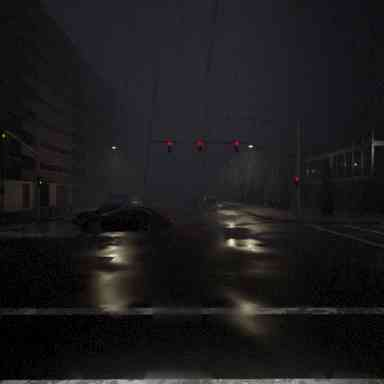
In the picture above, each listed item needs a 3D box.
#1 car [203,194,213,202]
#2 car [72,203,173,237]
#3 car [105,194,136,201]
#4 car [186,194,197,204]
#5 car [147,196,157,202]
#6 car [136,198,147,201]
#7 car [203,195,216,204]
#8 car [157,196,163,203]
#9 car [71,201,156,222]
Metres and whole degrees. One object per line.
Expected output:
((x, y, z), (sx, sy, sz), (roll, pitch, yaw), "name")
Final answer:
((3.485, 1.355, 74.641), (2.097, 1.767, 4.553), (0, 0, 1), "car")
((-3.457, 1.517, 17.767), (4.902, 1.511, 2.128), (0, 0, 0), "car")
((-7.455, 1.221, 33.762), (2.150, 2.045, 5.566), (0, 0, 0), "car")
((-0.043, 1.563, 62.590), (1.994, 1.385, 4.181), (0, 0, 0), "car")
((-7.331, 1.600, 53.526), (1.895, 1.301, 4.718), (0, 0, 1), "car")
((-7.440, 1.525, 43.556), (1.812, 1.442, 4.674), (0, 0, 1), "car")
((3.455, 1.491, 62.710), (2.128, 1.511, 4.902), (0, 0, 1), "car")
((-7.080, 1.532, 68.786), (1.812, 1.442, 4.674), (0, 0, 1), "car")
((-5.099, 1.504, 21.269), (5.008, 1.535, 1.882), (0, 0, 0), "car")
